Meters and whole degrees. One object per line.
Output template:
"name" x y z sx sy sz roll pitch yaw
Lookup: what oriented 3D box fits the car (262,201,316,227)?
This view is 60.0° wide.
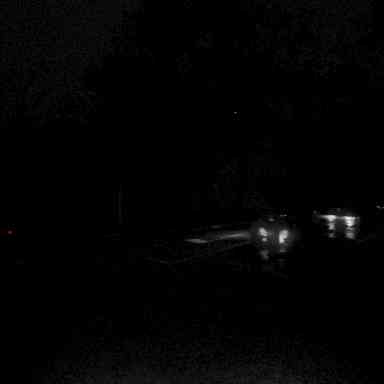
"car" 6.263 1.332 21.234 2.128 1.511 4.902 0 0 43

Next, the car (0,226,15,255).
"car" -8.354 1.556 11.745 4.181 1.385 1.994 0 0 23

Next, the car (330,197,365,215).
"car" 13.947 1.181 29.723 1.837 1.490 4.892 0 1 42

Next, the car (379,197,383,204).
"car" 25.135 0.947 42.088 2.033 1.411 5.357 0 1 42
